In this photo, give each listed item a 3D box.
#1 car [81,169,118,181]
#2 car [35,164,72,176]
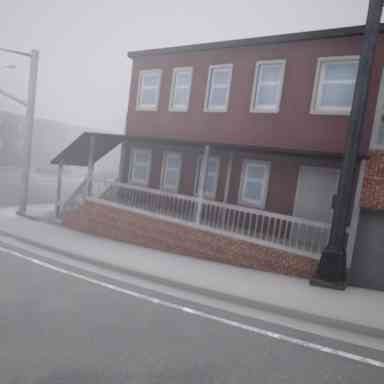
[{"bbox_3d":[-11.065,-2.182,41.447,2.033,1.411,5.357,11,6,35],"label":"car"},{"bbox_3d":[-16.488,-2.704,39.827,1.994,1.385,4.181,11,6,35],"label":"car"}]
